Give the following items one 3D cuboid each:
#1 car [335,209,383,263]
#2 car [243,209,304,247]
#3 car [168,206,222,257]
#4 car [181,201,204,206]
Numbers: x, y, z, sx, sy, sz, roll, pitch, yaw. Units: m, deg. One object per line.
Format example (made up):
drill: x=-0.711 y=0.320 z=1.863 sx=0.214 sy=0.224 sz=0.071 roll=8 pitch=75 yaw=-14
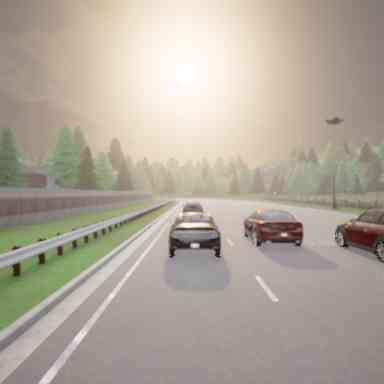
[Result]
car: x=7.097 y=1.391 z=12.219 sx=2.097 sy=1.767 sz=4.553 roll=0 pitch=0 yaw=0
car: x=3.595 y=1.527 z=15.443 sx=1.882 sy=1.535 sz=5.008 roll=0 pitch=0 yaw=0
car: x=0.096 y=1.533 z=13.188 sx=2.128 sy=1.511 sz=4.902 roll=0 pitch=0 yaw=0
car: x=0.089 y=1.605 z=31.572 sx=1.837 sy=1.490 sz=4.892 roll=0 pitch=0 yaw=0
